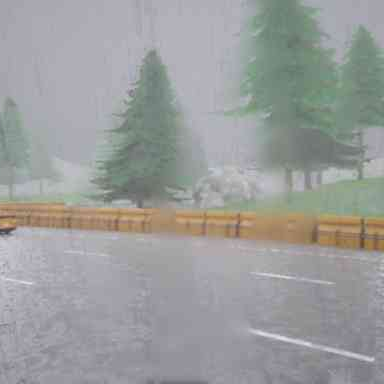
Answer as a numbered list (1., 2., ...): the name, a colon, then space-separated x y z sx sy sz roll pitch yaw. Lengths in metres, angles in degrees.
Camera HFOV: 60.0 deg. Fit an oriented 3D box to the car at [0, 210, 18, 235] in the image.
1. car: -11.369 1.464 17.073 5.008 1.535 1.882 0 0 20
